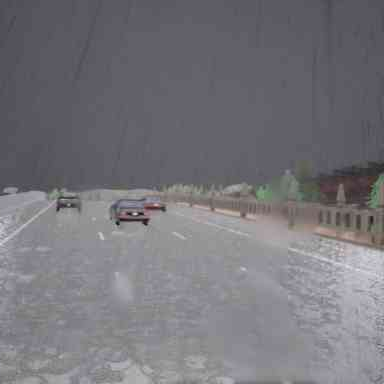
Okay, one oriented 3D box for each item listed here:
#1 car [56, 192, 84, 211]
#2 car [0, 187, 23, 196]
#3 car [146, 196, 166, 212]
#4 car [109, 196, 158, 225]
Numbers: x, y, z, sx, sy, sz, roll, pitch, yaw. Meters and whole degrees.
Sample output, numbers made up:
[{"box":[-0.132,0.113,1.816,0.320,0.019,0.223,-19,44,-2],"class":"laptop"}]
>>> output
[{"box":[-10.028,0.721,27.300,2.128,1.511,4.902,2,1,-19],"class":"car"},{"box":[-22.305,0.157,41.243,1.882,1.535,5.008,2,-1,-18],"class":"car"},{"box":[-3.743,1.020,30.537,1.994,1.385,4.181,2,1,-19],"class":"car"},{"box":[-3.816,1.134,19.915,2.033,1.411,5.357,2,1,-19],"class":"car"}]
